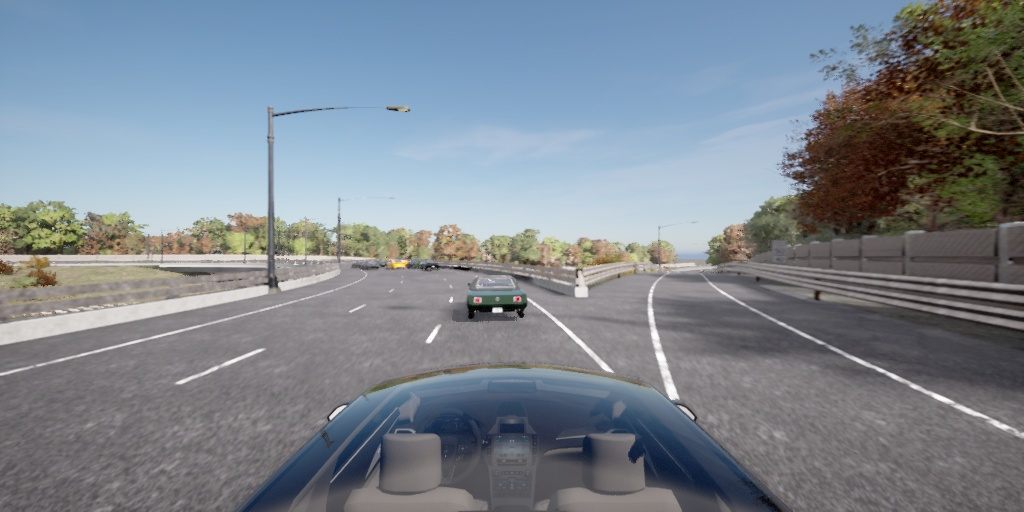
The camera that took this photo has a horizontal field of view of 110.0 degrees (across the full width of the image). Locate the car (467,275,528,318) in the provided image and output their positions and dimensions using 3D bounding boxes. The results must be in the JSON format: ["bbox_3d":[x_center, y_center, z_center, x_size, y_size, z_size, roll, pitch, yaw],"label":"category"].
[{"bbox_3d":[-0.681,1.357,13.128,1.895,1.301,4.718,-1,0,-6],"label":"car"}]

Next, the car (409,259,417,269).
[{"bbox_3d":[-15.542,1.197,58.535,2.097,1.767,4.553,0,0,-32],"label":"car"}]

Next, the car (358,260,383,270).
[{"bbox_3d":[-21.904,1.430,55.545,2.033,1.411,5.357,0,0,-32],"label":"car"}]

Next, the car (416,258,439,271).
[{"bbox_3d":[-11.979,1.319,51.739,1.882,1.535,5.008,0,0,-26],"label":"car"}]

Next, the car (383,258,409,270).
[{"bbox_3d":[-18.293,1.339,56.338,1.882,1.535,5.008,0,0,-32],"label":"car"}]
